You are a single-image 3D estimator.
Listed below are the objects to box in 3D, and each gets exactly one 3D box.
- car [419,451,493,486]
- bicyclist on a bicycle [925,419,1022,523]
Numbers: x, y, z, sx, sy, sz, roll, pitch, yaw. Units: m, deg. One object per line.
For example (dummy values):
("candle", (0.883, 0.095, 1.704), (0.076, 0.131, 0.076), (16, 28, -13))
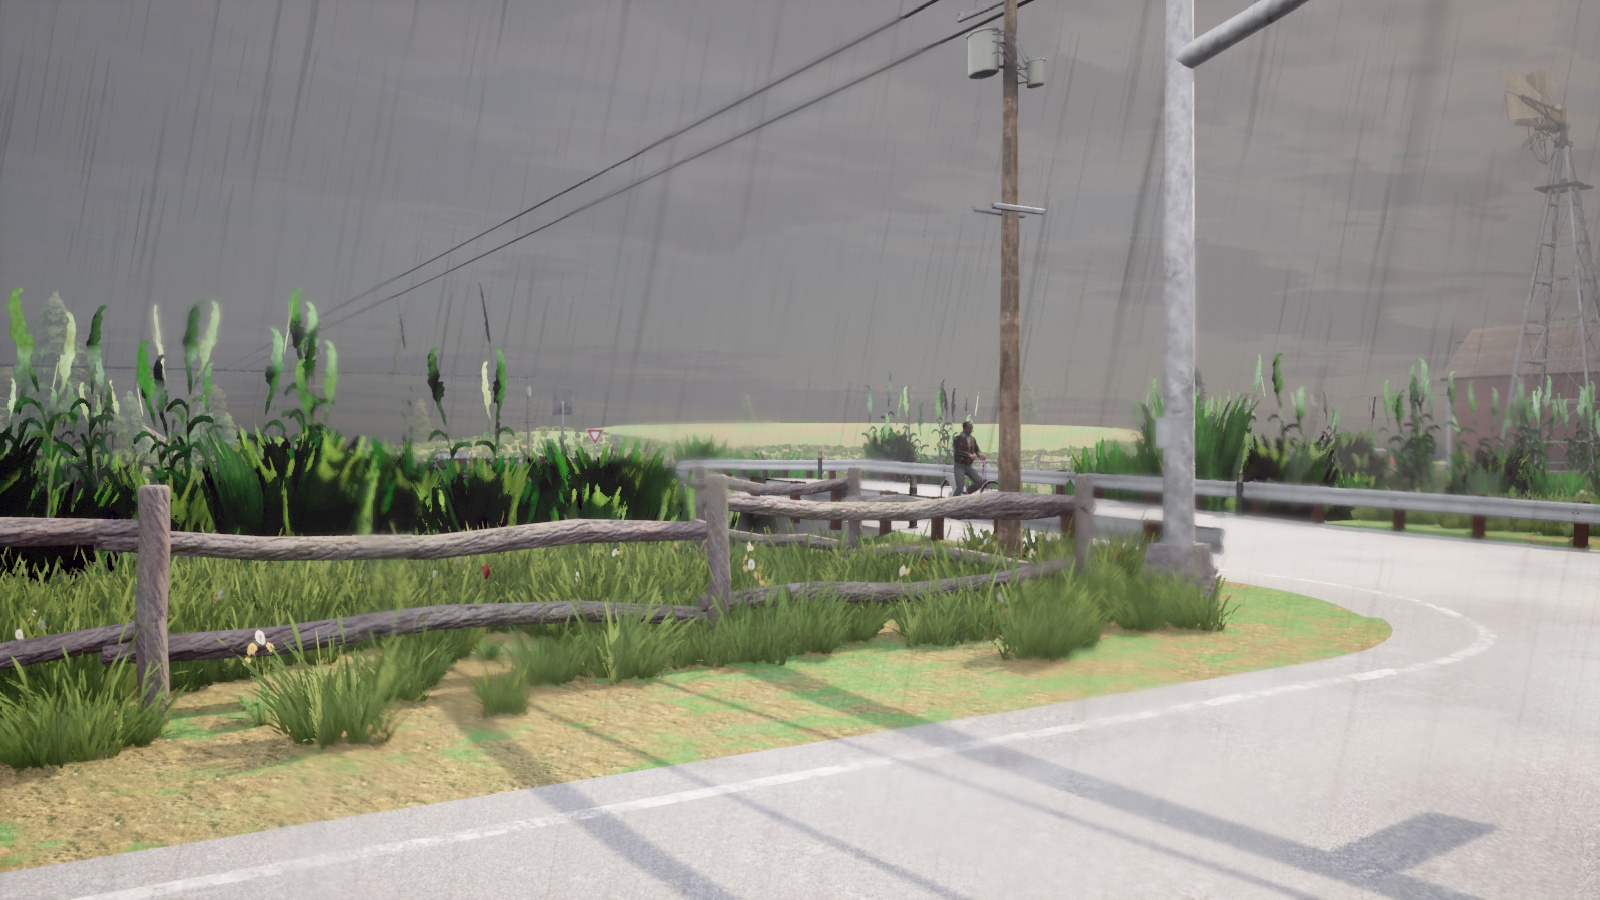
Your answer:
("car", (-14.514, 0.784, 52.808), (1.994, 1.385, 4.181), (0, -2, -30))
("bicyclist on a bicycle", (3.129, 0.348, 22.816), (0.659, 1.776, 1.843), (0, 2, -32))
